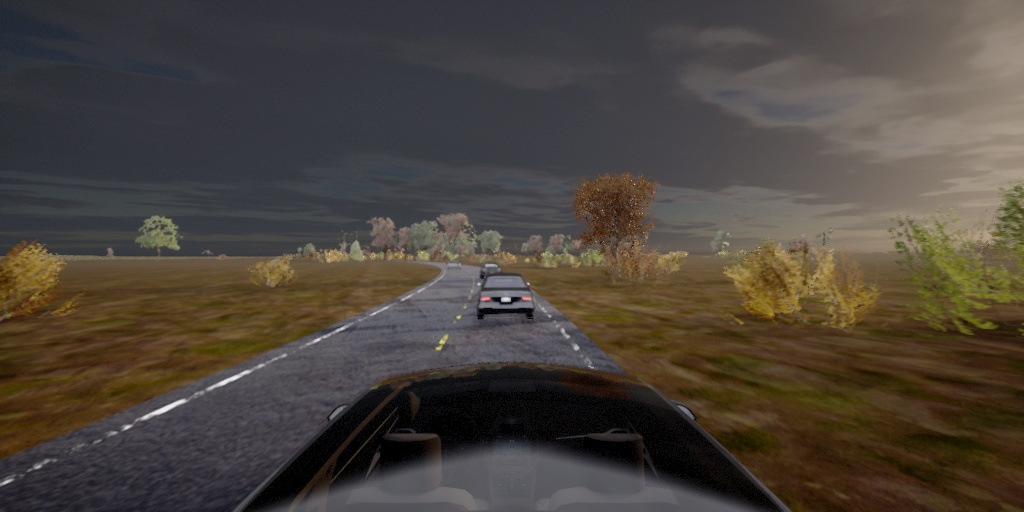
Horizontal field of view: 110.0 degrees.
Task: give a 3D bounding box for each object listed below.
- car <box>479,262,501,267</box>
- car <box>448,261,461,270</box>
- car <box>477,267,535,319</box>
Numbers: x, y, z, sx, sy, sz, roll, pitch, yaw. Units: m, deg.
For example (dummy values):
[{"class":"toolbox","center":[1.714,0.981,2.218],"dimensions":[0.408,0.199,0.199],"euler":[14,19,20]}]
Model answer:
[{"class":"car","center":[-1.958,1.286,32.630],"dimensions":[1.812,1.442,4.674],"euler":[0,0,-7]},{"class":"car","center":[-8.553,1.382,53.342],"dimensions":[1.895,1.301,4.718],"euler":[0,0,-11]},{"class":"car","center":[-0.281,1.299,12.827],"dimensions":[2.033,1.411,5.357],"euler":[0,0,-3]}]
